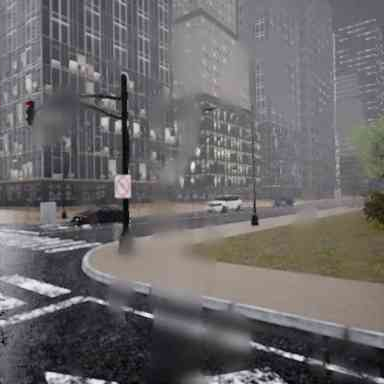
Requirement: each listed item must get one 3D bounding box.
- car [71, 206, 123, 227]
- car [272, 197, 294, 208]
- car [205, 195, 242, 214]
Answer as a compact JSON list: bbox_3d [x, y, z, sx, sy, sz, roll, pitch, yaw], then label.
[{"bbox_3d":[-6.680,1.734,24.388,1.994,1.385,4.181,-1,-1,37],"label":"car"},{"bbox_3d":[14.241,1.564,51.991,2.097,1.767,4.553,-1,-1,37],"label":"car"},{"bbox_3d":[3.736,1.409,38.216,2.150,2.045,5.566,-1,-1,37],"label":"car"}]
